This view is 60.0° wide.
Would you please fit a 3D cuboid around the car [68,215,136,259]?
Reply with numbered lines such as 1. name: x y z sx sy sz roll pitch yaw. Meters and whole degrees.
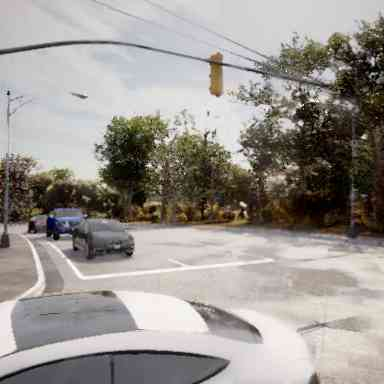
1. car: -4.003 1.941 14.703 1.837 1.490 4.892 1 -3 -29

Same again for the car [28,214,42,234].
1. car: -14.267 3.021 31.925 2.097 1.767 4.553 1 -5 -35

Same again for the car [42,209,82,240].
1. car: -8.805 2.184 23.387 2.150 2.045 5.566 1 -4 -30

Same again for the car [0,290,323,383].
1. car: -1.141 1.555 2.317 4.674 1.442 1.812 1 -1 -26
